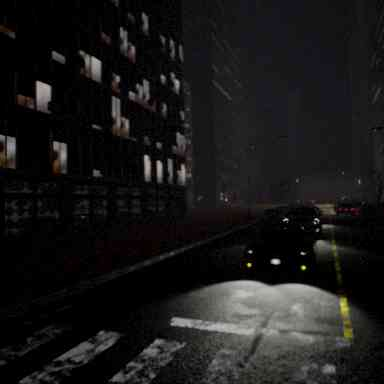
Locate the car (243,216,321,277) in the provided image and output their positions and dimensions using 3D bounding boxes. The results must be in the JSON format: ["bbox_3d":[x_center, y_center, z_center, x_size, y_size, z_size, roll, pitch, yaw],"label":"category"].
[{"bbox_3d":[2.978,1.705,10.785,1.994,1.385,4.181,-2,-1,22],"label":"car"}]

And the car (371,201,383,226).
[{"bbox_3d":[14.307,1.448,23.329,2.192,1.841,5.009,-2,-1,22],"label":"car"}]

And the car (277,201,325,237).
[{"bbox_3d":[6.565,1.604,19.652,2.097,1.767,4.553,-2,-1,22],"label":"car"}]

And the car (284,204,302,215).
[{"bbox_3d":[12.888,2.186,42.115,1.802,1.307,4.206,-1,-1,22],"label":"car"}]

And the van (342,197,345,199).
[{"bbox_3d":[33.371,2.048,70.383,1.690,1.788,3.998,-1,-1,22],"label":"van"}]

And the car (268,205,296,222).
[{"bbox_3d":[8.650,2.026,31.657,2.008,1.369,4.403,-2,-1,22],"label":"car"}]

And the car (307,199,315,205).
[{"bbox_3d":[31.956,2.721,89.182,2.008,1.369,4.403,-1,-1,22],"label":"car"}]

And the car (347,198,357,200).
[{"bbox_3d":[27.020,2.062,54.694,1.887,1.381,4.507,-2,-1,22],"label":"car"}]

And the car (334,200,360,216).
[{"bbox_3d":[17.264,1.930,37.531,2.033,1.411,5.357,-2,-1,22],"label":"car"}]

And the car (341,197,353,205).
[{"bbox_3d":[37.607,2.146,80.840,2.192,1.841,5.009,-1,-1,22],"label":"car"}]

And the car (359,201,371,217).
[{"bbox_3d":[18.548,1.807,33.781,1.887,1.381,4.507,-2,-1,22],"label":"car"}]

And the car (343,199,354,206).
[{"bbox_3d":[35.493,2.320,75.607,2.008,1.369,4.403,-1,-1,22],"label":"car"}]

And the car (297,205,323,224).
[{"bbox_3d":[10.419,1.896,29.145,1.812,1.442,4.674,-2,-1,23],"label":"car"}]

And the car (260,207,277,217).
[{"bbox_3d":[6.532,1.976,26.427,1.947,1.339,4.313,-2,-1,22],"label":"car"}]

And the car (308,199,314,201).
[{"bbox_3d":[27.717,2.486,78.725,1.967,1.590,4.097,-1,-1,22],"label":"car"}]

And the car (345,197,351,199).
[{"bbox_3d":[29.137,2.021,59.925,1.967,1.590,4.097,-2,-1,22],"label":"car"}]

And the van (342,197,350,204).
[{"bbox_3d":[39.726,2.234,86.068,1.690,1.788,3.998,-1,-1,22],"label":"van"}]
